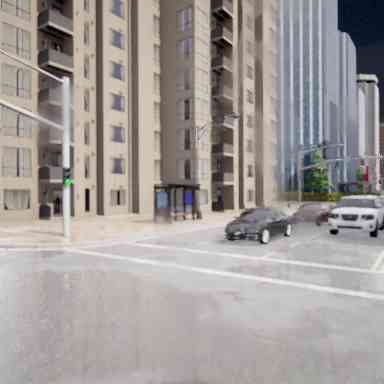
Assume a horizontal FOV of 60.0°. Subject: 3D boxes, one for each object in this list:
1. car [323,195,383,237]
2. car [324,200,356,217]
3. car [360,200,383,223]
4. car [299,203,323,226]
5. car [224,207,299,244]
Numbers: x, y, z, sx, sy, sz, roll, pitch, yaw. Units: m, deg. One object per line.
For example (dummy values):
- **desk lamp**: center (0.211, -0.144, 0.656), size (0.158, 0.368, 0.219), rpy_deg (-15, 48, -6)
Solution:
- **car**: center (9.169, 1.208, 18.339), size (2.150, 2.045, 5.566), rpy_deg (0, 0, 35)
- **car**: center (14.153, 1.531, 31.598), size (1.994, 1.385, 4.181), rpy_deg (0, 0, 35)
- **car**: center (14.789, 1.465, 26.406), size (1.837, 1.490, 4.892), rpy_deg (0, 0, 35)
- **car**: center (8.496, 1.520, 23.484), size (1.812, 1.442, 4.674), rpy_deg (0, 0, 35)
- **car**: center (3.314, 1.524, 16.083), size (1.837, 1.490, 4.892), rpy_deg (0, 0, 36)
